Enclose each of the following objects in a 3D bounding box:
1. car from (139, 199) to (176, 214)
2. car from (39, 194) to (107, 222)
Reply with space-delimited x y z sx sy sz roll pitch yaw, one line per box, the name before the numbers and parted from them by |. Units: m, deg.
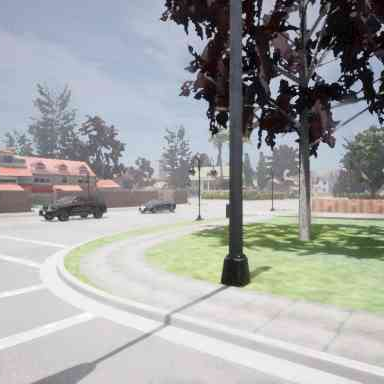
car | -3.661 1.492 35.905 2.128 1.511 4.902 0 0 34
car | -9.536 1.222 27.239 2.150 2.045 5.566 0 0 35
